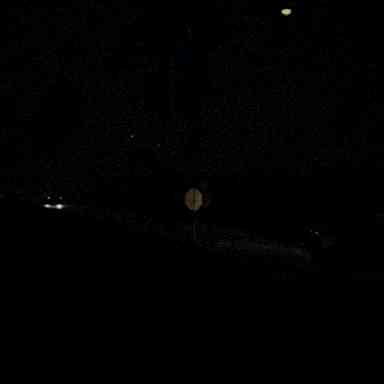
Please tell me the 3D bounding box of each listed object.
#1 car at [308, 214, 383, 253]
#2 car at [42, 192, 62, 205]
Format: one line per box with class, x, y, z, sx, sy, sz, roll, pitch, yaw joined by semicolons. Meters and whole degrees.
car;7.117;1.593;12.868;5.008;1.535;1.882;1;3;26
car;-20.317;0.884;48.318;2.097;1.767;4.553;1;0;-33
